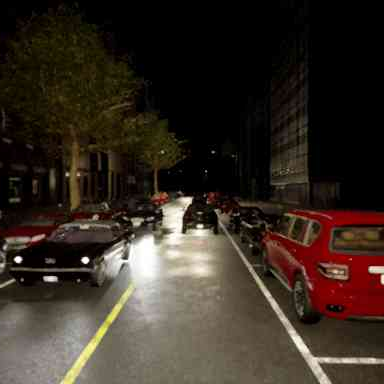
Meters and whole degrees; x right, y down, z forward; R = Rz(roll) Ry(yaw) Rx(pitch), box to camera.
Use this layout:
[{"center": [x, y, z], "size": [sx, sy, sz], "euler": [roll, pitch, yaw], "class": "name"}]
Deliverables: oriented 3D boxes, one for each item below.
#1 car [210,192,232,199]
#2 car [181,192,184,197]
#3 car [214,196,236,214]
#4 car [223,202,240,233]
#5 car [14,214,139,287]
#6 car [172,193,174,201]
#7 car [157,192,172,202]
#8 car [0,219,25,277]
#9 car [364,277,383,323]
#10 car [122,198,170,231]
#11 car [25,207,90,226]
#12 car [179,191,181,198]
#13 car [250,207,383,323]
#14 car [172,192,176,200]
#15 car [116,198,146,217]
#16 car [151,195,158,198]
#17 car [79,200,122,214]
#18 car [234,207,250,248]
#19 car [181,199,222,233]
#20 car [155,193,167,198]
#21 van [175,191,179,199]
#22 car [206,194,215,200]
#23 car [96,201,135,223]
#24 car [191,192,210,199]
[{"center": [3.339, 1.071, 35.158], "size": [2.192, 1.841, 5.009], "euler": [0, 0, 1], "class": "car"}, {"center": [-4.085, 0.728, 91.714], "size": [2.192, 1.841, 5.009], "euler": [0, 0, 1], "class": "car"}, {"center": [3.228, 1.337, 29.521], "size": [1.887, 1.381, 4.507], "euler": [0, 0, 1], "class": "car"}, {"center": [3.008, 1.437, 18.246], "size": [1.947, 1.339, 4.313], "euler": [0, 0, 1], "class": "car"}, {"center": [-2.943, 1.511, 9.221], "size": [1.895, 1.301, 4.718], "euler": [0, 0, 1], "class": "car"}, {"center": [-4.745, 1.136, 57.886], "size": [1.947, 1.339, 4.313], "euler": [0, 0, 1], "class": "car"}, {"center": [-4.854, 0.920, 52.245], "size": [2.192, 1.841, 5.009], "euler": [0, 0, 1], "class": "car"}, {"center": [-5.735, 1.478, 7.141], "size": [1.947, 1.339, 4.313], "euler": [1, 0, 1], "class": "car"}, {"center": [2.678, 1.583, 1.334], "size": [1.802, 1.307, 4.206], "euler": [0, 0, 1], "class": "car"}, {"center": [-2.730, 1.326, 19.322], "size": [2.128, 1.511, 4.902], "euler": [0, 0, 1], "class": "car"}, {"center": [-5.626, 1.451, 12.779], "size": [1.802, 1.307, 4.206], "euler": [0, 0, 1], "class": "car"}, {"center": [-4.306, 0.900, 80.438], "size": [1.967, 1.590, 4.097], "euler": [0, 0, 1], "class": "car"}, {"center": [2.790, 1.271, 6.970], "size": [2.192, 1.841, 5.009], "euler": [0, 0, 1], "class": "car"}, {"center": [-4.635, 1.119, 63.523], "size": [1.802, 1.307, 4.206], "euler": [0, 0, 1], "class": "car"}, {"center": [-5.298, 1.275, 29.522], "size": [1.752, 1.417, 4.829], "euler": [0, 0, 1], "class": "car"}, {"center": [-5.186, 1.278, 35.332], "size": [1.947, 1.339, 4.313], "euler": [0, 0, 1], "class": "car"}, {"center": [-5.515, 1.267, 18.415], "size": [1.967, 1.590, 4.097], "euler": [0, 0, 1], "class": "car"}, {"center": [2.898, 1.479, 12.609], "size": [1.947, 1.339, 4.313], "euler": [0, 0, 1], "class": "car"}, {"center": [0.438, 1.363, 18.427], "size": [1.837, 1.490, 4.892], "euler": [0, 1, 1], "class": "car"}, {"center": [-4.966, 1.185, 46.608], "size": [1.887, 1.381, 4.507], "euler": [0, 0, 1], "class": "car"}, {"center": [-4.415, 0.825, 74.799], "size": [1.690, 1.788, 3.998], "euler": [0, 0, 1], "class": "van"}, {"center": [4.107, 1.110, 74.621], "size": [1.802, 1.307, 4.206], "euler": [0, 0, 1], "class": "car"}, {"center": [-5.406, 1.369, 24.055], "size": [1.802, 1.307, 4.206], "euler": [0, 0, 1], "class": "car"}, {"center": [0.896, 1.179, 41.758], "size": [1.882, 1.535, 5.008], "euler": [0, 0, 1], "class": "car"}]
